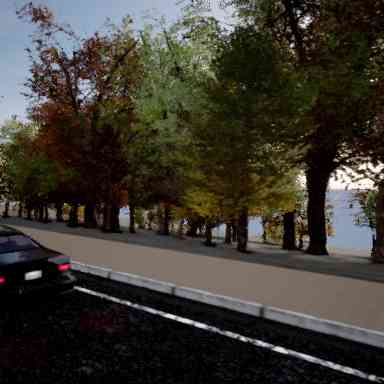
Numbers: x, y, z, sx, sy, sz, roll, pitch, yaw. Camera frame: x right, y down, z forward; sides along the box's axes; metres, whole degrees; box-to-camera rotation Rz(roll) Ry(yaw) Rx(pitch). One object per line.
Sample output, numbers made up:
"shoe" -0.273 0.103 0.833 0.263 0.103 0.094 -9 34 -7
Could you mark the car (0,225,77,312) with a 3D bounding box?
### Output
"car" -4.702 1.394 7.023 5.357 1.411 2.033 1 1 35
